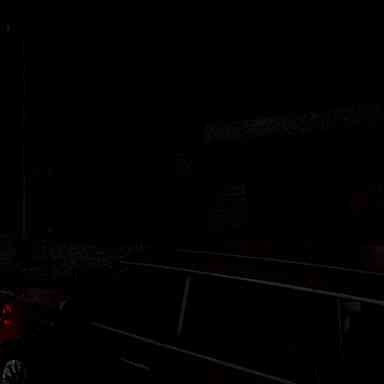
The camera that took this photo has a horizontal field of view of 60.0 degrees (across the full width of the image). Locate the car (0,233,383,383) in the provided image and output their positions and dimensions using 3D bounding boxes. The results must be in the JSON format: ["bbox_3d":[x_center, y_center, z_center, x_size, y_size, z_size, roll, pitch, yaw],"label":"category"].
[{"bbox_3d":[0.255,1.315,2.896,5.009,1.841,2.192,0,0,36],"label":"car"}]
